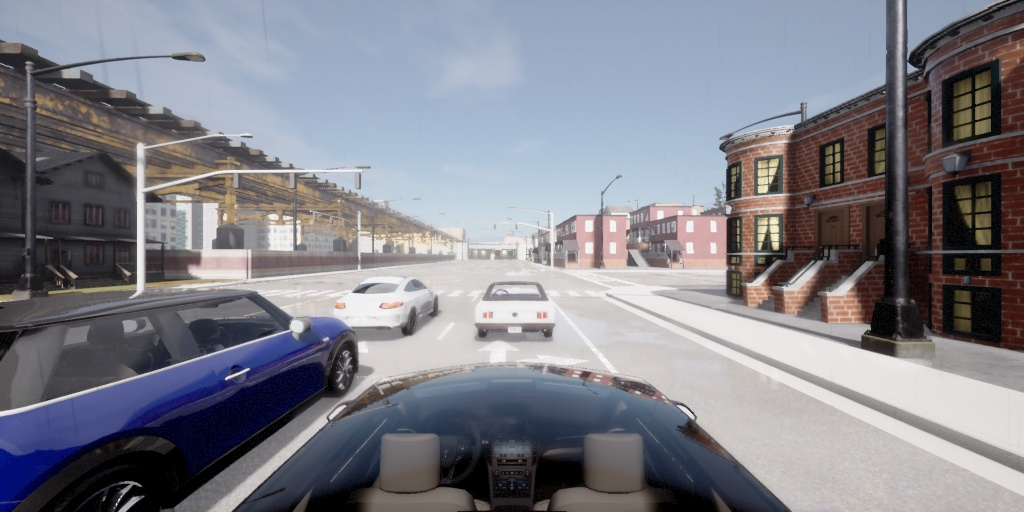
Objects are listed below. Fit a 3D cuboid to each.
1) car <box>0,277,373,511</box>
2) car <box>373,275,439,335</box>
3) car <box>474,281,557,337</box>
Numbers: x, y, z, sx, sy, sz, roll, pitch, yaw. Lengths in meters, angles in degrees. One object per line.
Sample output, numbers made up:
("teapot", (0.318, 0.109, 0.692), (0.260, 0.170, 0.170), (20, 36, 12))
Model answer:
("car", (-3.399, 1.102, 3.688), (2.097, 1.767, 4.553), (0, 0, 0))
("car", (-3.396, 1.276, 10.331), (1.812, 1.442, 4.674), (0, 0, 0))
("car", (0.106, 1.351, 10.223), (1.895, 1.301, 4.718), (0, 0, 1))
